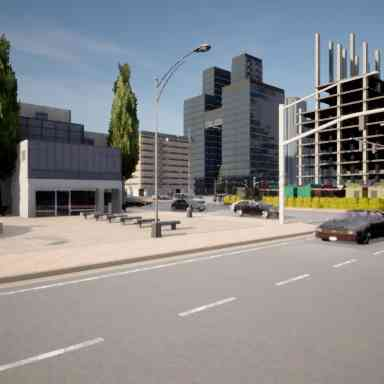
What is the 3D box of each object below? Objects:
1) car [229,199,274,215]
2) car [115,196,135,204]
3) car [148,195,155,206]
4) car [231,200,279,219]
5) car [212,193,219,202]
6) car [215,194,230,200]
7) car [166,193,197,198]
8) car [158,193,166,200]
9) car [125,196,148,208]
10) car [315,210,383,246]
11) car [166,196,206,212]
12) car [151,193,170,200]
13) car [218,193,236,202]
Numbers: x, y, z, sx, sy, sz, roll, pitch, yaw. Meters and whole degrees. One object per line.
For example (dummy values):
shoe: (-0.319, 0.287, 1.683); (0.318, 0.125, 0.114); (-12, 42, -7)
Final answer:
car: (6.115, 1.526, 34.639); (1.812, 1.442, 4.674); (0, 0, -38)
car: (-13.088, 1.504, 64.935); (1.837, 1.490, 4.892); (0, 0, -38)
car: (-8.013, 1.478, 52.568); (1.882, 1.535, 5.008); (0, 0, -38)
car: (5.810, 1.491, 29.340); (2.128, 1.511, 4.902); (0, 0, -38)
car: (6.099, 1.156, 70.041); (3.866, 1.878, 1.905); (0, 0, -40)
car: (8.692, 1.395, 94.193); (3.806, 1.475, 1.970); (0, 0, -40)
car: (-0.518, 1.221, 43.017); (2.150, 2.045, 5.566); (0, 0, -38)
car: (-6.472, 1.156, 85.110); (3.866, 1.878, 1.905); (0, 0, -40)
car: (-8.683, 1.600, 47.741); (1.895, 1.301, 4.718); (0, 0, -38)
car: (7.877, 1.547, 15.588); (5.357, 1.411, 2.033); (0, 0, -41)
car: (-0.455, 1.505, 37.287); (1.837, 1.490, 4.892); (0, 0, -38)
car: (-8.280, 1.153, 87.371); (4.605, 1.855, 1.932); (0, 0, -40)
car: (7.941, 1.395, 67.807); (3.806, 1.475, 1.970); (0, 0, -40)
